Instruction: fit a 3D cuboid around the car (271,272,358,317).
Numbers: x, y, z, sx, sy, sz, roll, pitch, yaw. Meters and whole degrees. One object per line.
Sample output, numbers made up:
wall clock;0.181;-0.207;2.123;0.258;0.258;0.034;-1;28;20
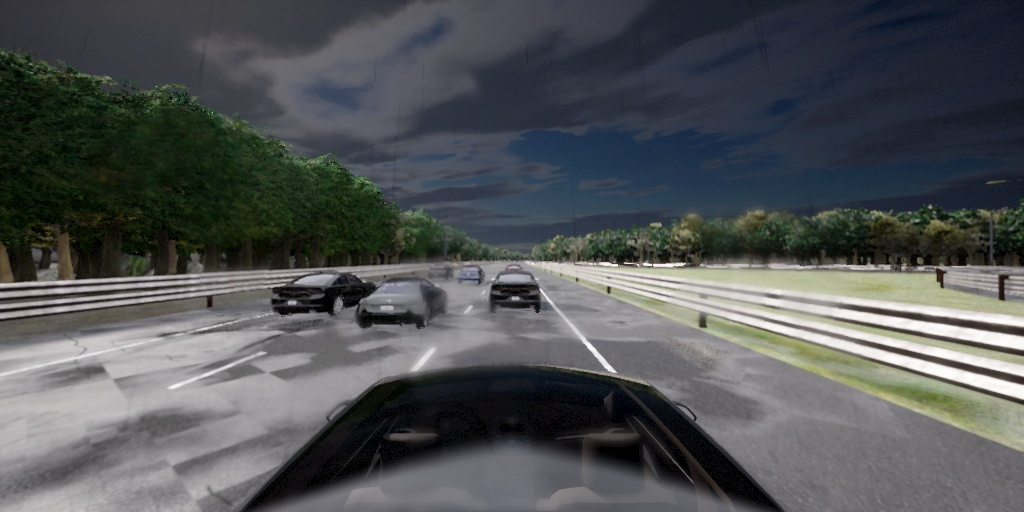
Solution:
car;-6.873;1.329;13.712;1.882;1.535;5.008;0;0;0

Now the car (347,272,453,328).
car;-3.386;1.403;11.763;1.994;1.385;4.181;0;0;0

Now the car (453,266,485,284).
car;-3.311;1.555;29.973;2.033;1.411;5.357;0;-1;0

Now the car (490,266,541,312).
car;0.132;1.345;14.935;1.882;1.535;5.008;0;0;0

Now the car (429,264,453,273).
car;-6.794;1.546;34.789;2.128;1.511;4.902;0;-1;0
